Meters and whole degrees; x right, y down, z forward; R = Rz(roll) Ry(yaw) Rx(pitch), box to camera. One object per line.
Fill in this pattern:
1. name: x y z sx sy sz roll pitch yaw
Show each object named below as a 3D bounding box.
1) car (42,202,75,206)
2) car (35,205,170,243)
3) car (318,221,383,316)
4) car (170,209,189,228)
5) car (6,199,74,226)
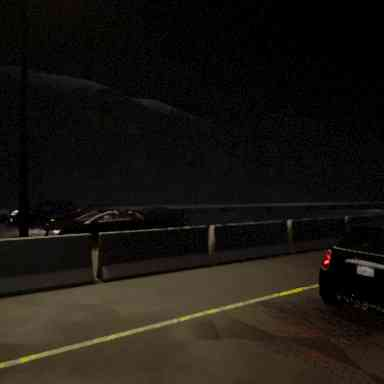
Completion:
1. car: -6.176 1.511 20.805 5.357 1.411 2.033 0 0 -33
2. car: -3.686 1.467 14.027 4.902 1.511 2.128 0 0 -33
3. car: 4.691 1.347 6.721 4.553 1.767 2.097 0 0 -33
4. car: -2.260 1.534 19.119 4.181 1.385 1.994 0 0 -32
5. car: -9.930 1.309 22.467 4.553 1.767 2.097 0 0 -33
